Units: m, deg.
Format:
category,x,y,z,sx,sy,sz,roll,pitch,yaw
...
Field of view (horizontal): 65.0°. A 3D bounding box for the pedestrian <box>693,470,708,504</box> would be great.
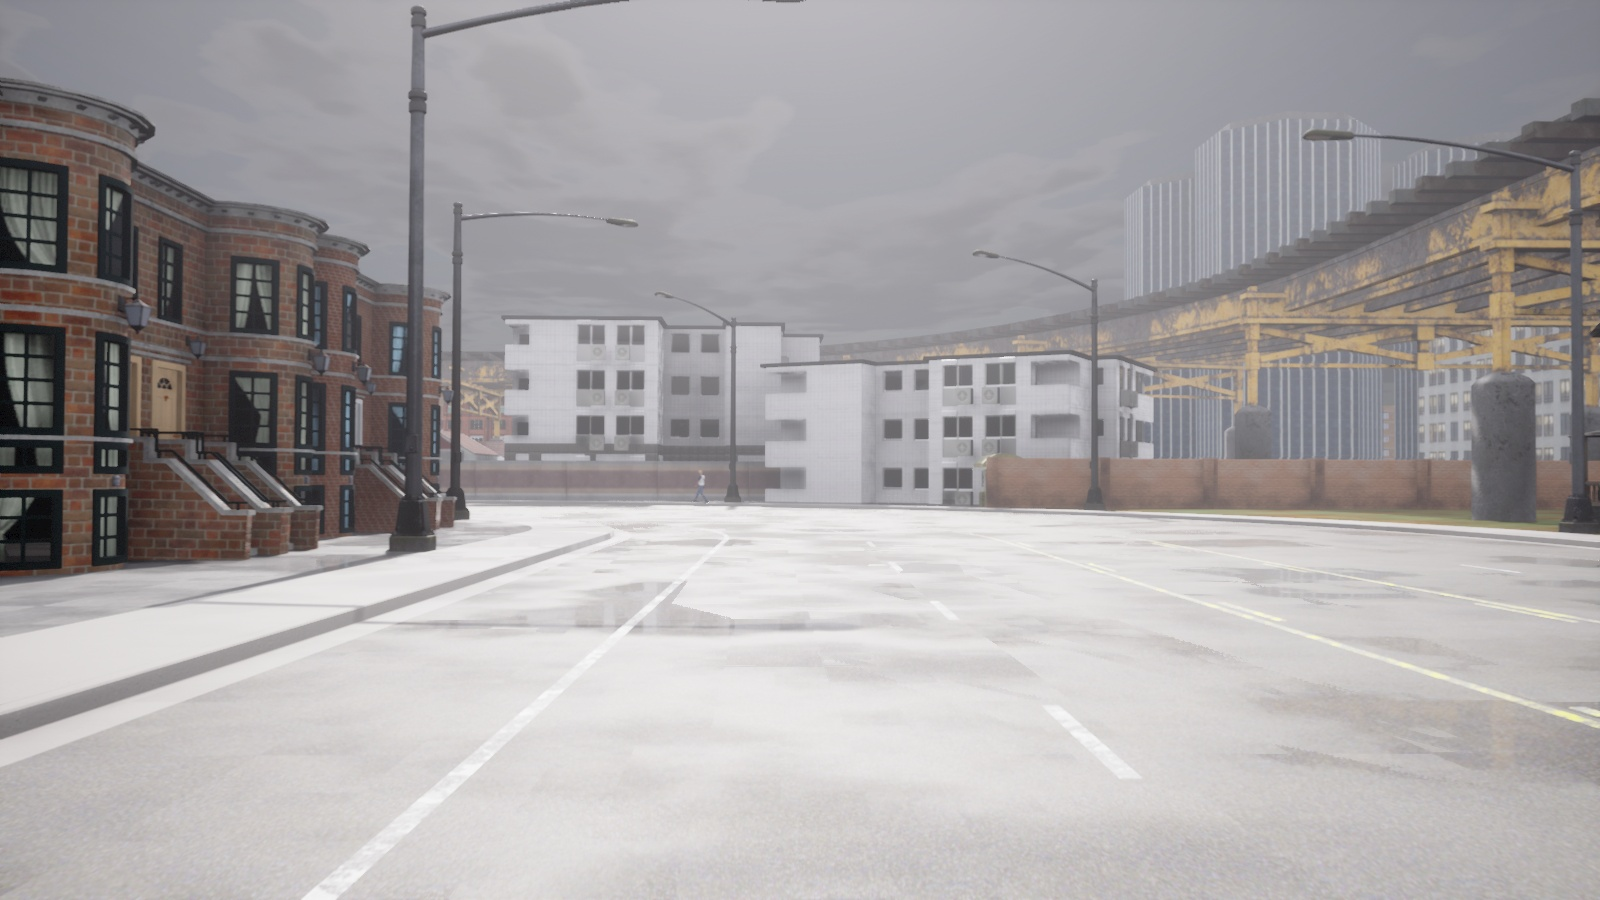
category,x,y,z,sx,sy,sz,roll,pitch,yaw
pedestrian,-5.404,2.001,68.337,0.706,1.836,0.354,-1,-1,22
